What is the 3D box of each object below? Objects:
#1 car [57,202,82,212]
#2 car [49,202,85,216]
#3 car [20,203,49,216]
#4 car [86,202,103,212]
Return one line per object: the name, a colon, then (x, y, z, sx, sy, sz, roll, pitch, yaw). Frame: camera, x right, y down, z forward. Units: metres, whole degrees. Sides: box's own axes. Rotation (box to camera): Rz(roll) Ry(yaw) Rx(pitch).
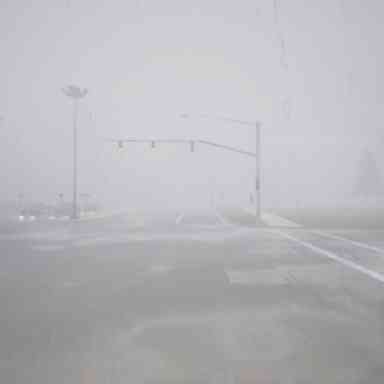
car: (-17.914, 2.212, 48.824, 1.895, 1.301, 4.718, 0, -1, 1)
car: (-14.565, 1.995, 39.175, 1.837, 1.490, 4.892, 0, -1, 1)
car: (-18.065, 2.038, 39.242, 2.033, 1.411, 5.357, 0, -1, 1)
car: (-14.413, 2.166, 48.080, 1.994, 1.385, 4.181, 0, -1, 2)
